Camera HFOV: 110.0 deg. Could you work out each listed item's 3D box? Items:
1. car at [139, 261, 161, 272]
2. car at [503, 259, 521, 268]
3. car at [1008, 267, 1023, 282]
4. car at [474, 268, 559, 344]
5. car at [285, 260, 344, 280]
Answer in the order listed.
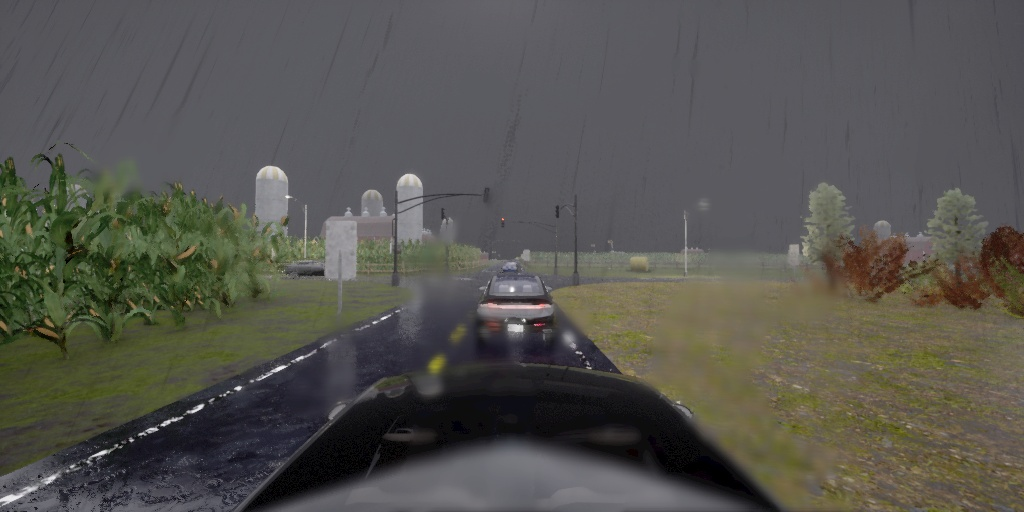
[{"bbox_3d":[-30.785,0.701,28.182,5.566,2.045,2.150,1,-1,-4],"label":"car"},{"bbox_3d":[-0.010,1.332,42.933,2.033,1.411,5.357,0,0,6],"label":"car"},{"bbox_3d":[48.666,1.720,33.478,4.674,1.442,1.812,1,-1,-5],"label":"car"},{"bbox_3d":[0.101,1.245,9.623,2.128,1.511,4.902,0,0,0],"label":"car"},{"bbox_3d":[-15.444,1.090,28.755,4.902,1.511,2.128,0,-1,0],"label":"car"}]
